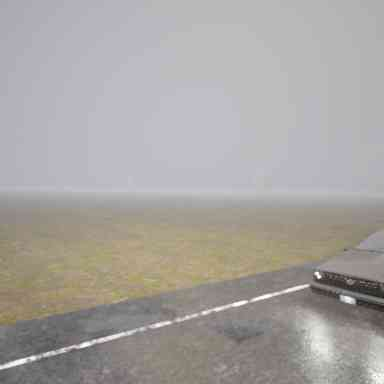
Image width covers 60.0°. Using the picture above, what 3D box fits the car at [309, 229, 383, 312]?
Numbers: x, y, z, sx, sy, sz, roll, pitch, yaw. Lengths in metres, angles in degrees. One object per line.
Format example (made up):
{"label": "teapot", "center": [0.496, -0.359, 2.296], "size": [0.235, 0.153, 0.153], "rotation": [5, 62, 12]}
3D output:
{"label": "car", "center": [4.975, 1.552, 7.544], "size": [5.357, 1.411, 2.033], "rotation": [0, 0, -36]}
